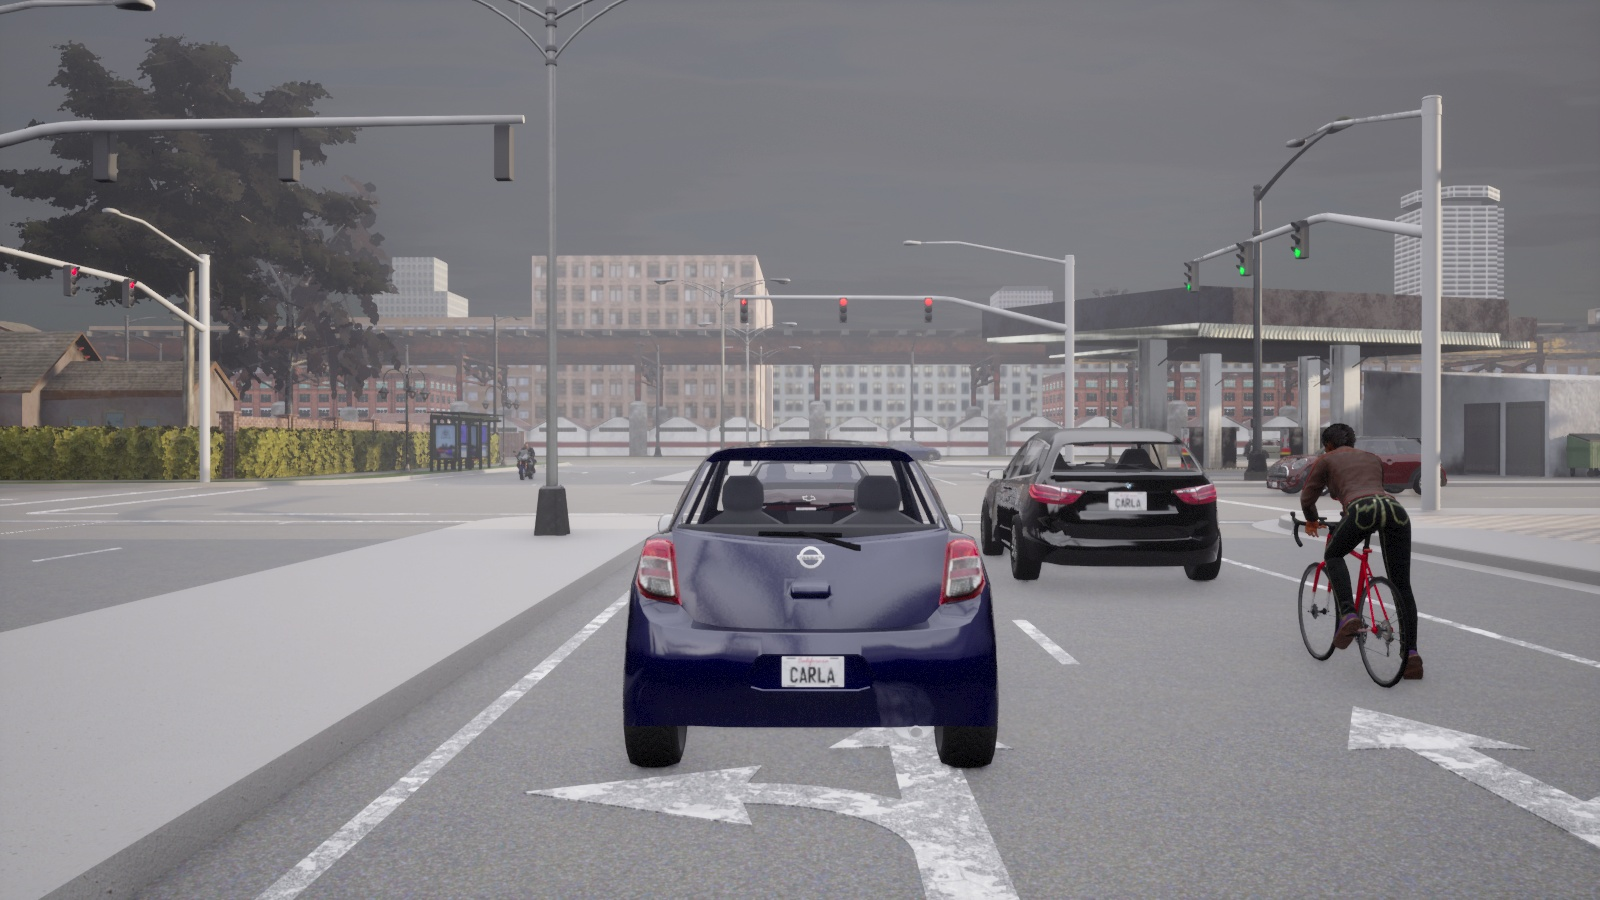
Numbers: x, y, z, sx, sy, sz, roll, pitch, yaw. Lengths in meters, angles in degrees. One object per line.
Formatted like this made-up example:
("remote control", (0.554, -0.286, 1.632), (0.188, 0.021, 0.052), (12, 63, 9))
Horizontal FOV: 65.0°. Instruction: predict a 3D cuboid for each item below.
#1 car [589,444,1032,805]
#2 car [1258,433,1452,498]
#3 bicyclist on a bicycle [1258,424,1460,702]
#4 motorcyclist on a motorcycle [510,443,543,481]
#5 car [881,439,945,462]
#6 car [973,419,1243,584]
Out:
("car", (0.056, 0.720, 7.057), (1.845, 1.501, 3.633), (0, 0, 0))
("car", (15.568, 0.417, 35.392), (4.553, 1.767, 2.097), (0, 0, -1))
("bicyclist on a bicycle", (3.560, 0.656, 8.151), (0.582, 1.620, 1.656), (0, 0, 0))
("motorcyclist on a motorcycle", (-11.184, 0.482, 51.400), (0.866, 1.530, 2.191), (0, 0, 0))
("car", (8.806, 0.058, 97.993), (4.553, 1.767, 2.097), (0, 0, -9))
("car", (3.446, 0.508, 15.080), (2.242, 1.667, 4.611), (0, 0, 2))
